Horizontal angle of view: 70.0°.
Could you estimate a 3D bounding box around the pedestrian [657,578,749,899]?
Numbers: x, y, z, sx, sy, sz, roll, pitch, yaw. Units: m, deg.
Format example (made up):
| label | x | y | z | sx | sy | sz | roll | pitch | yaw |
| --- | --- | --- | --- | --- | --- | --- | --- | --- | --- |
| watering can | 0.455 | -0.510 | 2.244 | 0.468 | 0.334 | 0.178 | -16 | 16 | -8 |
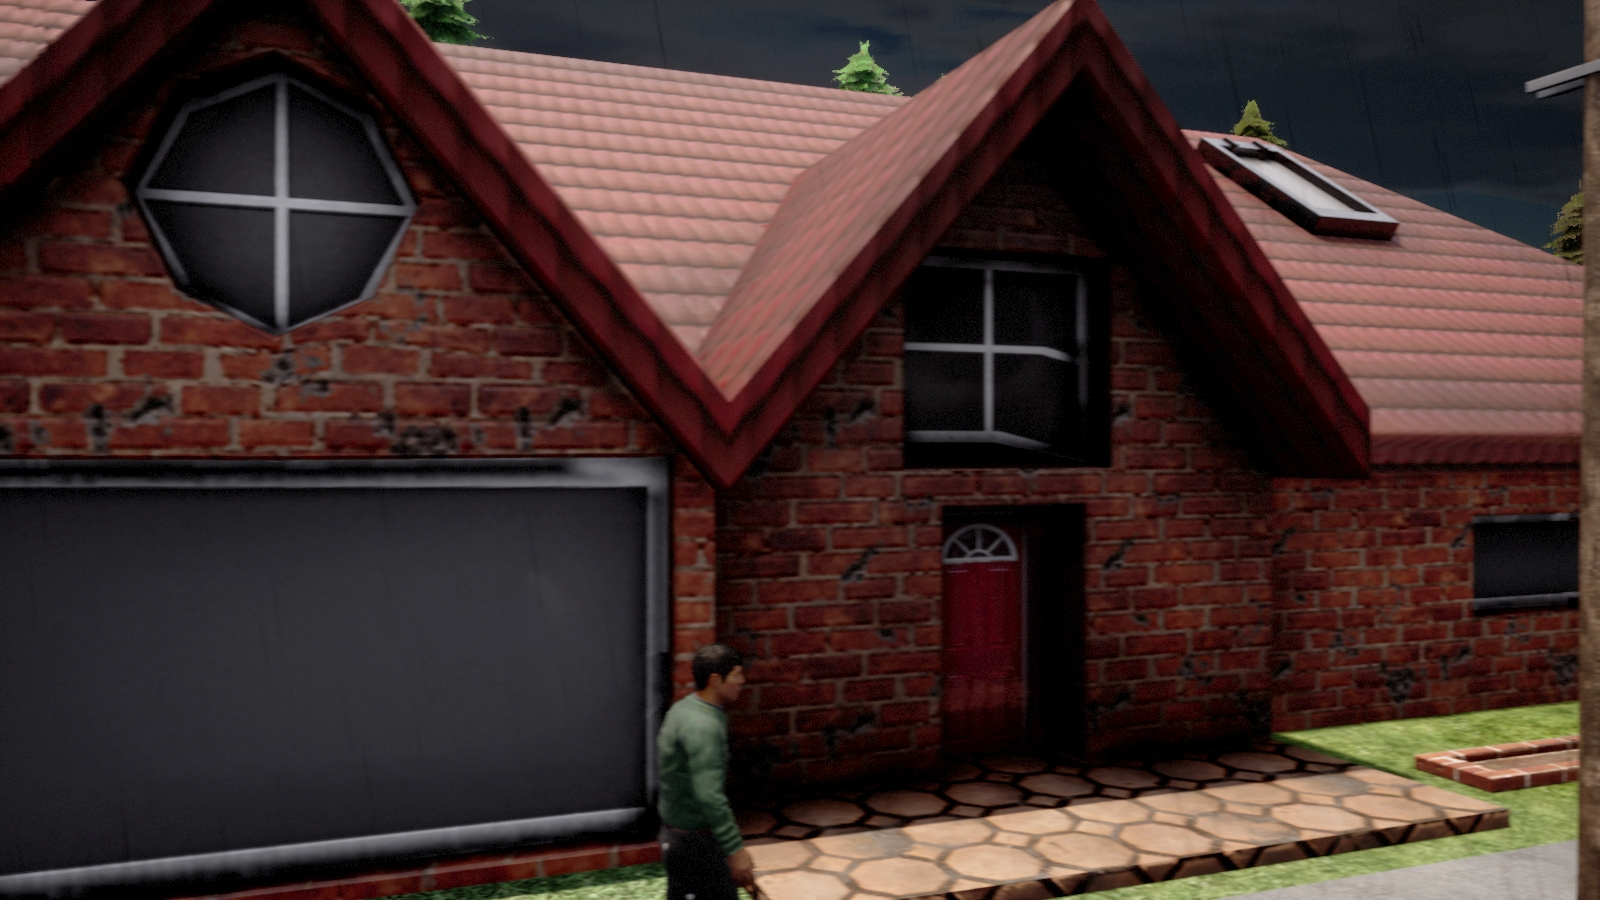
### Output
| label | x | y | z | sx | sy | sz | roll | pitch | yaw |
| --- | --- | --- | --- | --- | --- | --- | --- | --- | --- |
| pedestrian | -0.437 | 1.523 | 5.087 | 0.375 | 1.860 | 0.375 | 0 | 0 | -10 |
